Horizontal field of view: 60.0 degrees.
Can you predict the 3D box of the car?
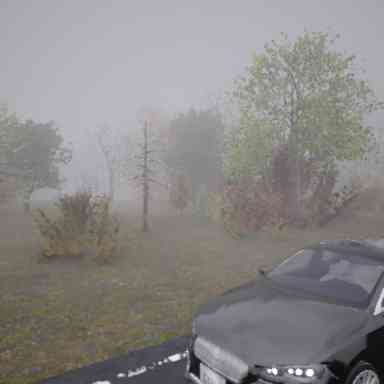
[{"bbox_3d":[2.184,1.463,4.502,4.902,1.511,2.128,0,0,-35],"label":"car"}]
